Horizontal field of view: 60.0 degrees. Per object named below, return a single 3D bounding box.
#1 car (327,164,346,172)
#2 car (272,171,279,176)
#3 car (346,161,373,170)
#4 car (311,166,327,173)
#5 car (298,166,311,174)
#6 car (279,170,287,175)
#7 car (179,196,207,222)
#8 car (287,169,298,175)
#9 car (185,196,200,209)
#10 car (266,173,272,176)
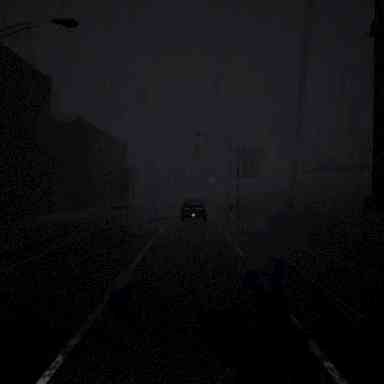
[{"bbox_3d":[24.228,-3.726,53.070,2.002,1.452,4.674,0,1,-7],"label":"car"},{"bbox_3d":[21.846,-4.427,80.814,2.231,1.521,4.892,0,1,-1],"label":"car"},{"bbox_3d":[25.034,-3.635,47.709,2.231,1.521,4.892,0,1,-9],"label":"car"},{"bbox_3d":[23.524,-3.868,58.542,2.163,1.488,4.792,0,1,-6],"label":"car"},{"bbox_3d":[22.903,-4.160,64.231,2.185,1.767,4.553,0,1,-5],"label":"car"},{"bbox_3d":[22.081,-4.260,75.274,2.002,1.452,4.674,0,1,-3],"label":"car"},{"bbox_3d":[0.096,1.342,25.053,2.128,1.511,4.902,0,0,0],"label":"car"},{"bbox_3d":[22.434,-4.167,69.737,2.097,1.535,5.008,0,1,-4],"label":"car"},{"bbox_3d":[0.094,1.279,41.393,1.812,1.442,4.674,0,1,0],"label":"car"},{"bbox_3d":[21.717,-4.537,86.332,2.231,1.521,4.892,0,1,-1],"label":"car"}]
